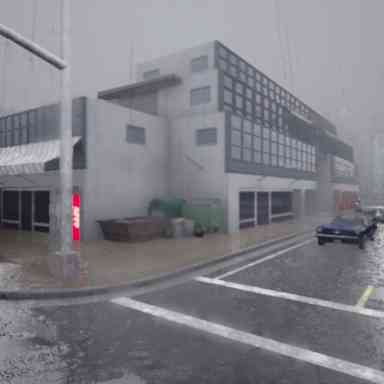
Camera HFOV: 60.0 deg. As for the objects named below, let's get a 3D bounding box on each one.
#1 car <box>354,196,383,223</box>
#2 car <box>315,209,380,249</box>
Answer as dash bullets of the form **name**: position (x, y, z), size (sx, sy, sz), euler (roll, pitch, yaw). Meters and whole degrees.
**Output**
- **car**: position (12.901, 1.317, 23.383), size (2.150, 2.045, 5.566), euler (0, 0, 35)
- **car**: position (7.190, 1.695, 15.339), size (1.895, 1.301, 4.718), euler (0, 0, 35)
